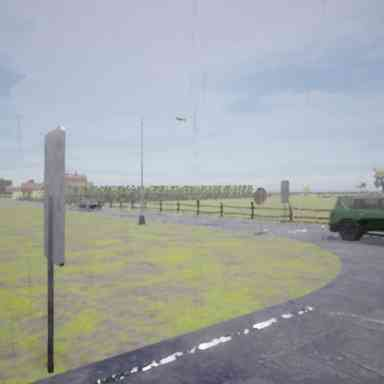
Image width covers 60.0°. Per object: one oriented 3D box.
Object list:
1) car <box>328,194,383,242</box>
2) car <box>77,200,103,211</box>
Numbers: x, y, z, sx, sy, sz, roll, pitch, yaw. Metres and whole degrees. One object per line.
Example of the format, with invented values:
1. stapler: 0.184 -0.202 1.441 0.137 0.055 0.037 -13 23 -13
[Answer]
1. car: 8.254 1.113 13.155 2.150 2.045 5.566 0 -1 -36
2. car: -13.103 1.706 42.654 1.895 1.301 4.718 0 -1 -36
